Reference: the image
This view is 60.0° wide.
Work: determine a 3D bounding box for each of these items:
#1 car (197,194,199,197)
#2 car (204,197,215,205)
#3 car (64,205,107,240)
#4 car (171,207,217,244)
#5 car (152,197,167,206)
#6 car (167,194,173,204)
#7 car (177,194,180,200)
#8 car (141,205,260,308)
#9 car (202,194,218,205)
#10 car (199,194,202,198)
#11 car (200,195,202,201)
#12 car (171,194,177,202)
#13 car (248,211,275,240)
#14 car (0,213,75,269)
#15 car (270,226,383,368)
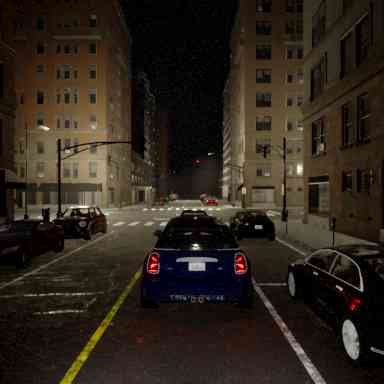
[{"bbox_3d":[3.264,1.457,91.526,2.192,1.841,5.009,0,0,0],"label":"car"},{"bbox_3d":[3.098,1.571,59.243,1.752,1.417,4.829,0,0,0],"label":"car"},{"bbox_3d":[-5.616,1.441,16.603,1.967,1.590,4.097,0,0,0],"label":"car"},{"bbox_3d":[0.100,1.565,16.647,1.994,1.385,4.181,0,0,1],"label":"car"},{"bbox_3d":[-5.455,1.618,53.705,1.802,1.307,4.206,0,0,0],"label":"car"},{"bbox_3d":[-5.399,1.607,64.522,2.008,1.369,4.403,0,0,0],"label":"car"},{"bbox_3d":[-5.260,1.457,91.565,2.192,1.841,5.009,0,0,0],"label":"car"},{"bbox_3d":[0.105,1.352,8.064,2.097,1.767,4.553,0,0,0],"label":"car"},{"bbox_3d":[3.069,1.476,53.663,1.967,1.590,4.097,0,0,0],"label":"car"},{"bbox_3d":[3.181,1.524,75.299,1.967,1.590,4.097,0,0,0],"label":"car"},{"bbox_3d":[3.126,1.607,64.481,2.008,1.369,4.403,0,0,0],"label":"car"},{"bbox_3d":[-5.316,1.626,80.577,1.752,1.417,4.829,0,0,0],"label":"car"},{"bbox_3d":[2.910,1.567,16.573,1.947,1.339,4.313,0,0,0],"label":"car"},{"bbox_3d":[-5.634,1.582,11.101,1.802,1.307,4.206,0,0,0],"label":"car"},{"bbox_3d":[2.873,1.551,5.571,2.008,1.369,4.403,0,0,0],"label":"car"}]
